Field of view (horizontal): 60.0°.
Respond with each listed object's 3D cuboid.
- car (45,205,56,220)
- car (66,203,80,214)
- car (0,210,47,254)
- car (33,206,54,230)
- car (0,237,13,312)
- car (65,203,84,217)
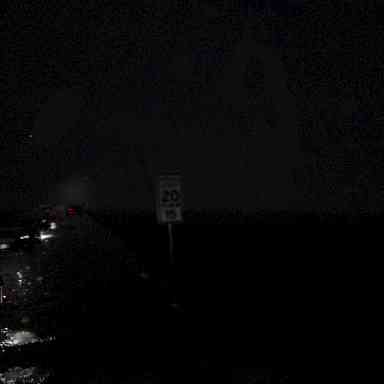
[{"bbox_3d":[-15.397,2.171,35.066,1.882,1.535,5.008,-1,0,-20],"label":"car"},{"bbox_3d":[-17.768,2.420,49.702,1.837,1.490,4.892,-1,-1,-20],"label":"car"},{"bbox_3d":[-7.853,1.812,14.700,2.128,1.511,4.902,-1,0,-20],"label":"car"},{"bbox_3d":[-11.460,2.015,24.403,1.812,1.442,4.674,-1,0,-20],"label":"car"},{"bbox_3d":[-4.179,1.713,4.882,1.994,1.385,4.181,-1,0,-20],"label":"car"},{"bbox_3d":[-14.212,2.214,40.177,1.837,1.490,4.892,-1,-1,-20],"label":"car"}]
